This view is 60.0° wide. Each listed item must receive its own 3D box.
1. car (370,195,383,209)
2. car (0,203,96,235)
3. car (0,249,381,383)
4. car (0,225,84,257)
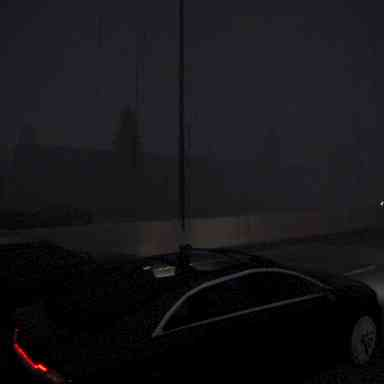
[{"bbox_3d":[25.696,1.283,43.865,4.553,1.767,2.097,0,0,-35],"label":"car"},{"bbox_3d":[-8.395,1.477,19.505,5.008,1.535,1.882,0,0,-36],"label":"car"},{"bbox_3d":[0.456,1.488,4.103,4.902,1.511,2.128,0,0,-35],"label":"car"},{"bbox_3d":[-2.908,1.526,6.011,4.674,1.442,1.812,0,0,-35],"label":"car"}]
